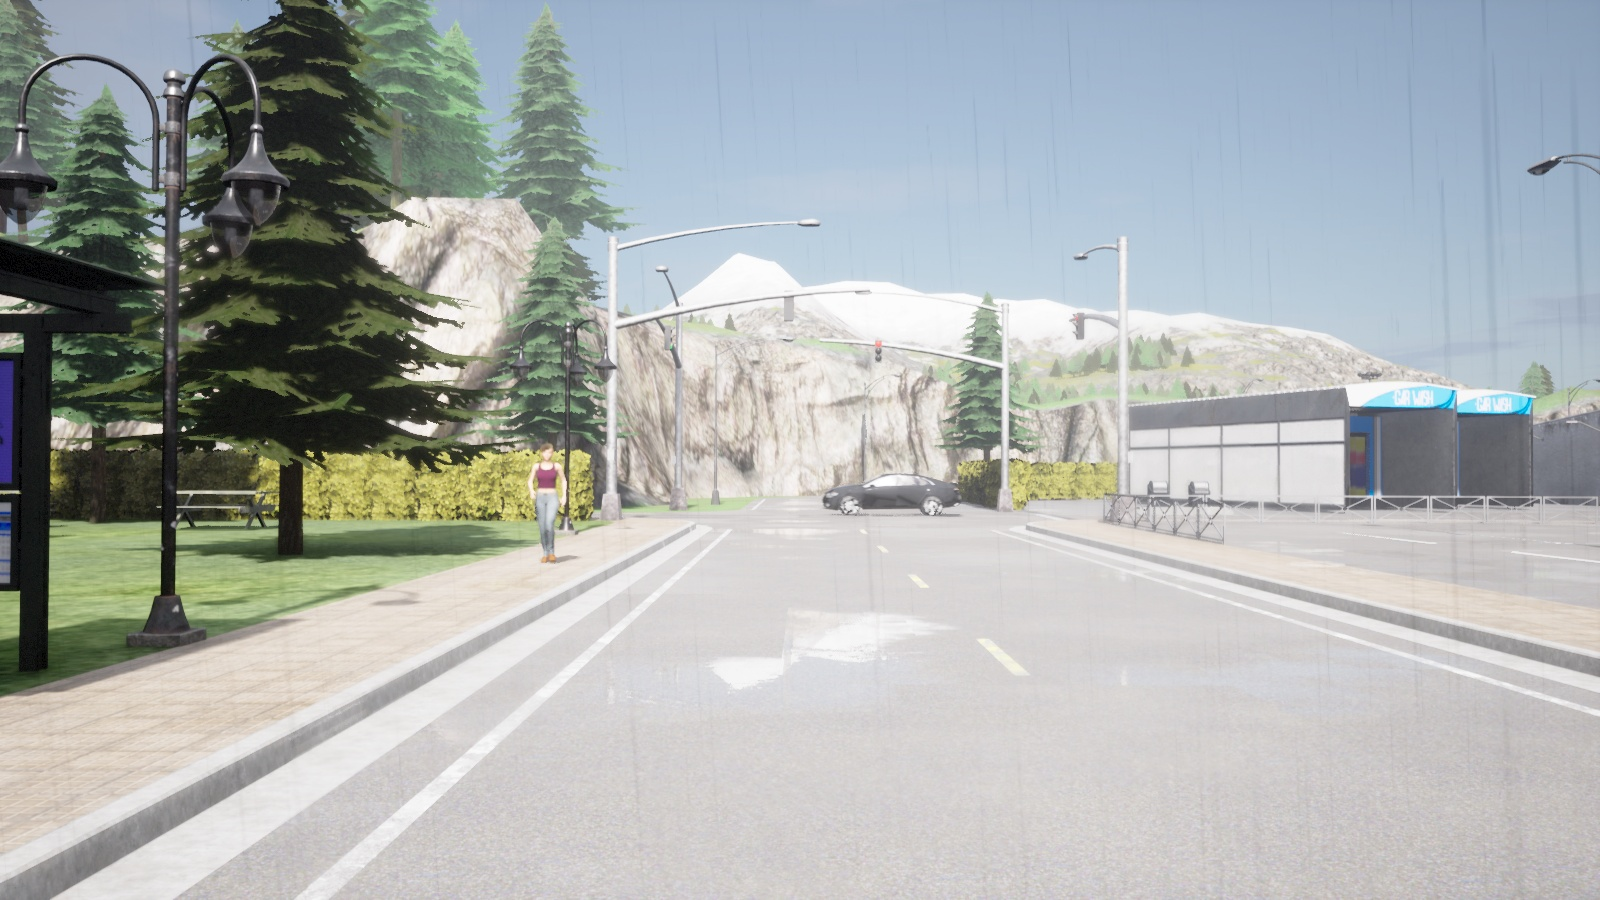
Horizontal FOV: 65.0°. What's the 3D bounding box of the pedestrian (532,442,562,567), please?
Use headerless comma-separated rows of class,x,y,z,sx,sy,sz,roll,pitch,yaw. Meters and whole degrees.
pedestrian,-3.785,0.802,18.796,0.345,1.836,0.594,0,-1,-2

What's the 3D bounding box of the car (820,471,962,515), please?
car,3.156,1.506,44.389,4.902,1.511,2.128,0,-1,1
